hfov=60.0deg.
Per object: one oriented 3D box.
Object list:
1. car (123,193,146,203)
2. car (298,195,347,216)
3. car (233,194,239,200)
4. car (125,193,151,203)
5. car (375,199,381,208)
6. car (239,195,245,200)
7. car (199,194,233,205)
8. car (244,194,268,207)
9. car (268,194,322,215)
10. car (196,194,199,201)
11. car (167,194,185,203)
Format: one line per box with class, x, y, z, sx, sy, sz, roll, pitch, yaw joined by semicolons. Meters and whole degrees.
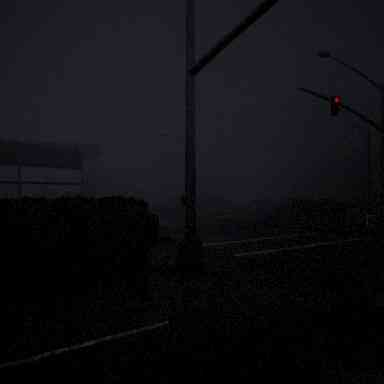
car;-10.961;1.077;63.595;3.866;1.878;1.905;0;0;-35
car;12.030;1.340;29.984;4.514;1.523;2.007;0;0;-35
car;9.441;1.232;77.918;3.806;1.475;1.970;0;0;-35
car;-9.550;1.361;60.523;3.806;1.475;1.970;0;0;-35
car;25.542;1.384;43.130;3.806;1.475;1.970;0;0;-35
car;13.395;1.154;72.853;5.027;1.636;2.152;0;0;-35
car;3.944;1.298;54.826;4.514;1.523;2.007;0;0;-35
car;9.654;1.320;46.625;3.633;1.501;1.845;0;0;-35
car;10.184;1.330;32.521;5.027;1.636;2.152;0;0;-35
car;1.567;1.298;76.863;4.514;1.523;2.007;0;0;-35
car;-2.634;1.097;65.428;4.605;1.855;1.932;0;0;-35
